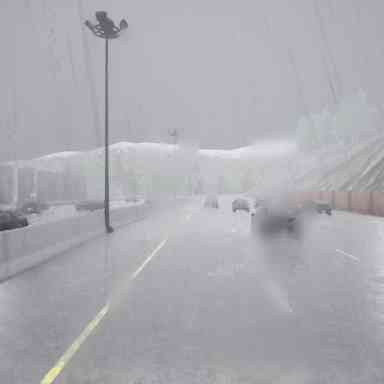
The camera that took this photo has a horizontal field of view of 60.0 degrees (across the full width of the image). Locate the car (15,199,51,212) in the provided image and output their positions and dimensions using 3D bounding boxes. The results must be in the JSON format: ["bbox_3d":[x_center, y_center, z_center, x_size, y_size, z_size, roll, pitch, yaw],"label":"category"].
[{"bbox_3d":[-19.018,1.583,39.988,1.994,1.385,4.181,0,0,4],"label":"car"}]

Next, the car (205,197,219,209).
[{"bbox_3d":[2.746,1.623,46.305,1.895,1.301,4.718,0,0,5],"label":"car"}]

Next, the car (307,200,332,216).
[{"bbox_3d":[12.227,1.521,32.814,1.837,1.490,4.892,0,0,5],"label":"car"}]

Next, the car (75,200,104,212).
[{"bbox_3d":[-12.053,1.620,39.256,1.895,1.301,4.718,0,0,4],"label":"car"}]

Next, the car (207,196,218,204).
[{"bbox_3d":[3.959,1.578,64.196,2.033,1.411,5.357,0,0,4],"label":"car"}]

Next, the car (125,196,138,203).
[{"bbox_3d":[-13.198,1.574,72.826,2.033,1.411,5.357,0,0,3],"label":"car"}]

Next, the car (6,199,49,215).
[{"bbox_3d":[-16.143,1.563,31.710,2.033,1.411,5.357,0,0,4],"label":"car"}]

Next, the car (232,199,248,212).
[{"bbox_3d":[5.738,1.567,39.707,2.033,1.411,5.357,0,0,5],"label":"car"}]

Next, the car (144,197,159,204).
[{"bbox_3d":[-7.098,1.593,58.418,1.994,1.385,4.181,0,0,4],"label":"car"}]

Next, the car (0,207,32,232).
[{"bbox_3d":[-10.067,1.609,16.143,1.895,1.301,4.718,0,0,3],"label":"car"}]

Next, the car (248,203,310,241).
[{"bbox_3d":[4.187,1.511,16.907,1.837,1.490,4.892,0,0,3],"label":"car"}]

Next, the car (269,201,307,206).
[{"bbox_3d":[8.502,1.576,29.833,1.994,1.385,4.181,0,0,4],"label":"car"}]

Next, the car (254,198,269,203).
[{"bbox_3d":[9.780,1.514,46.483,2.128,1.511,4.902,0,0,5],"label":"car"}]
